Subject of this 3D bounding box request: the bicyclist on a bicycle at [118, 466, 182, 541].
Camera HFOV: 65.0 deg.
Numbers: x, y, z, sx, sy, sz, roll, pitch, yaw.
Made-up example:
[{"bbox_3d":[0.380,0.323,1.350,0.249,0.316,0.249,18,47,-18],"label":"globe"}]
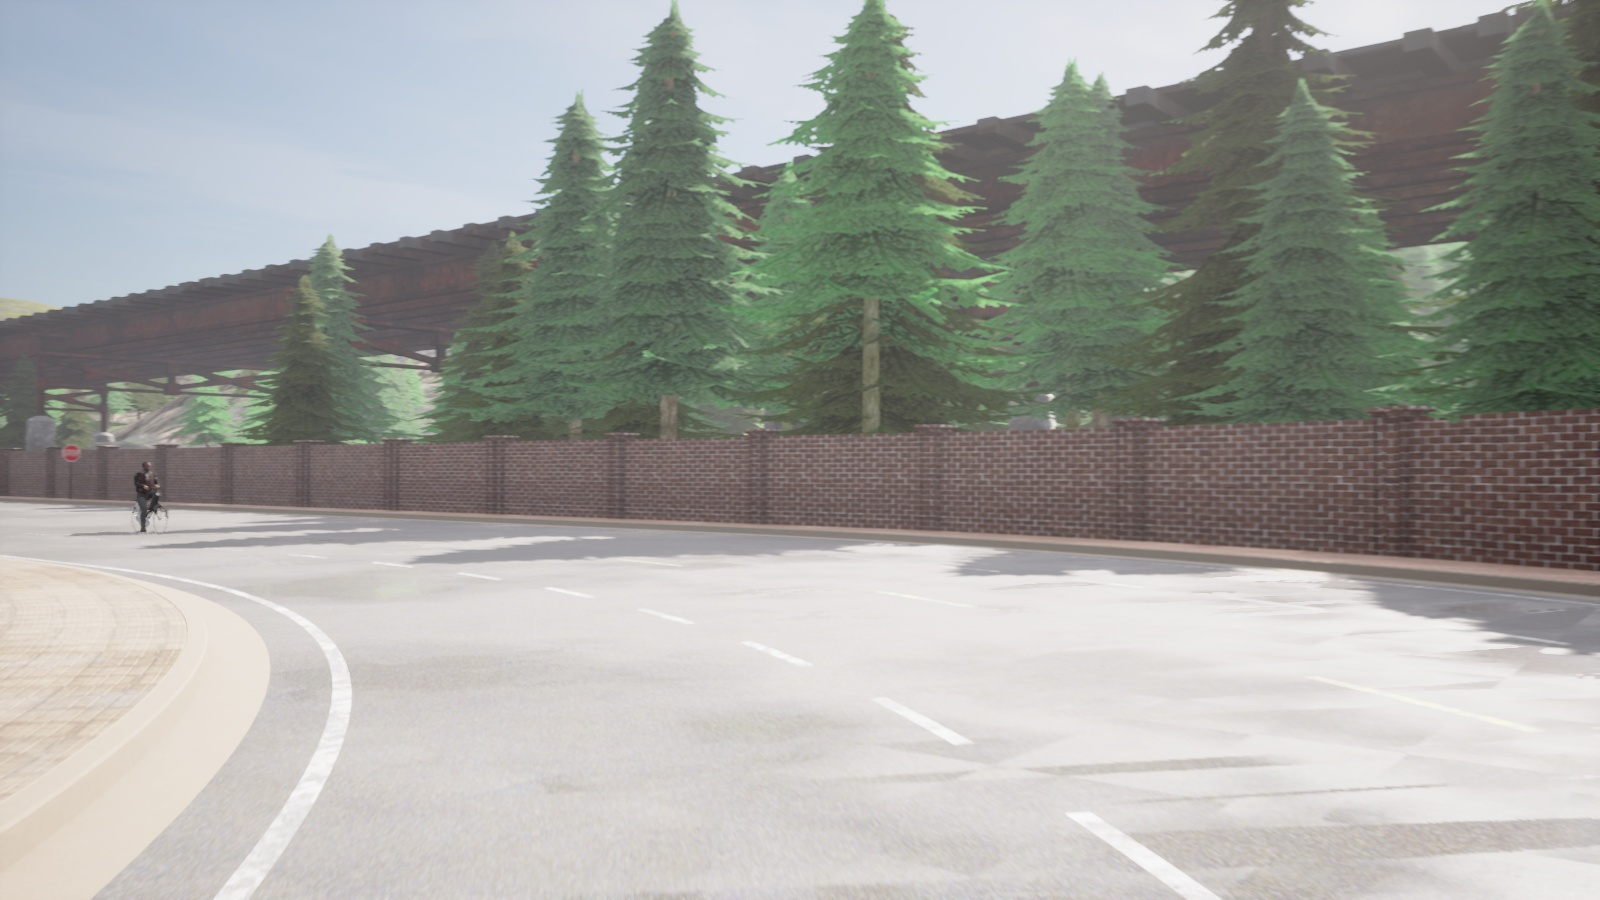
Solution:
[{"bbox_3d":[-15.709,1.281,30.348,1.843,1.776,0.659,-1,-1,38],"label":"bicyclist on a bicycle"}]
